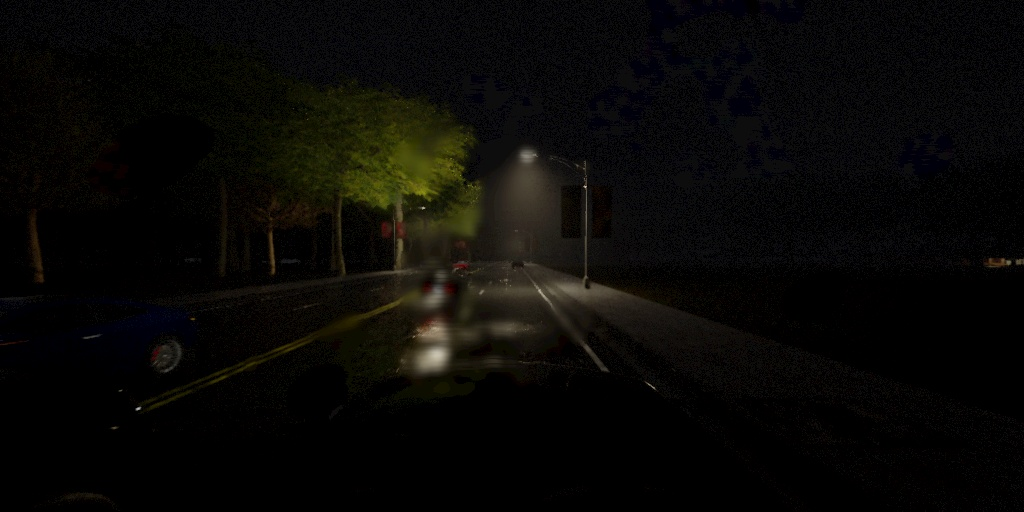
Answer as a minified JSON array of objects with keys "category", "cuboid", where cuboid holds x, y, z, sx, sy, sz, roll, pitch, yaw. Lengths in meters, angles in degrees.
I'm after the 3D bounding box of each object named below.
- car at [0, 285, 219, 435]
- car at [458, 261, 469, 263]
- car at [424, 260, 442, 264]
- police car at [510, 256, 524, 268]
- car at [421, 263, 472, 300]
[{"category":"car","cuboid":[-6.609,1.277,4.640,1.812,1.442,4.674,0,0,0]},{"category":"car","cuboid":[-6.549,1.370,47.418,1.895,1.301,4.718,0,0,0]},{"category":"car","cuboid":[-9.812,1.244,44.933,1.882,1.535,5.008,0,0,0]},{"category":"police car","cuboid":[1.002,1.209,59.779,1.930,1.638,5.238,0,0,0]},{"category":"car","cuboid":[-3.142,1.257,17.690,1.837,1.490,4.892,0,0,0]}]
